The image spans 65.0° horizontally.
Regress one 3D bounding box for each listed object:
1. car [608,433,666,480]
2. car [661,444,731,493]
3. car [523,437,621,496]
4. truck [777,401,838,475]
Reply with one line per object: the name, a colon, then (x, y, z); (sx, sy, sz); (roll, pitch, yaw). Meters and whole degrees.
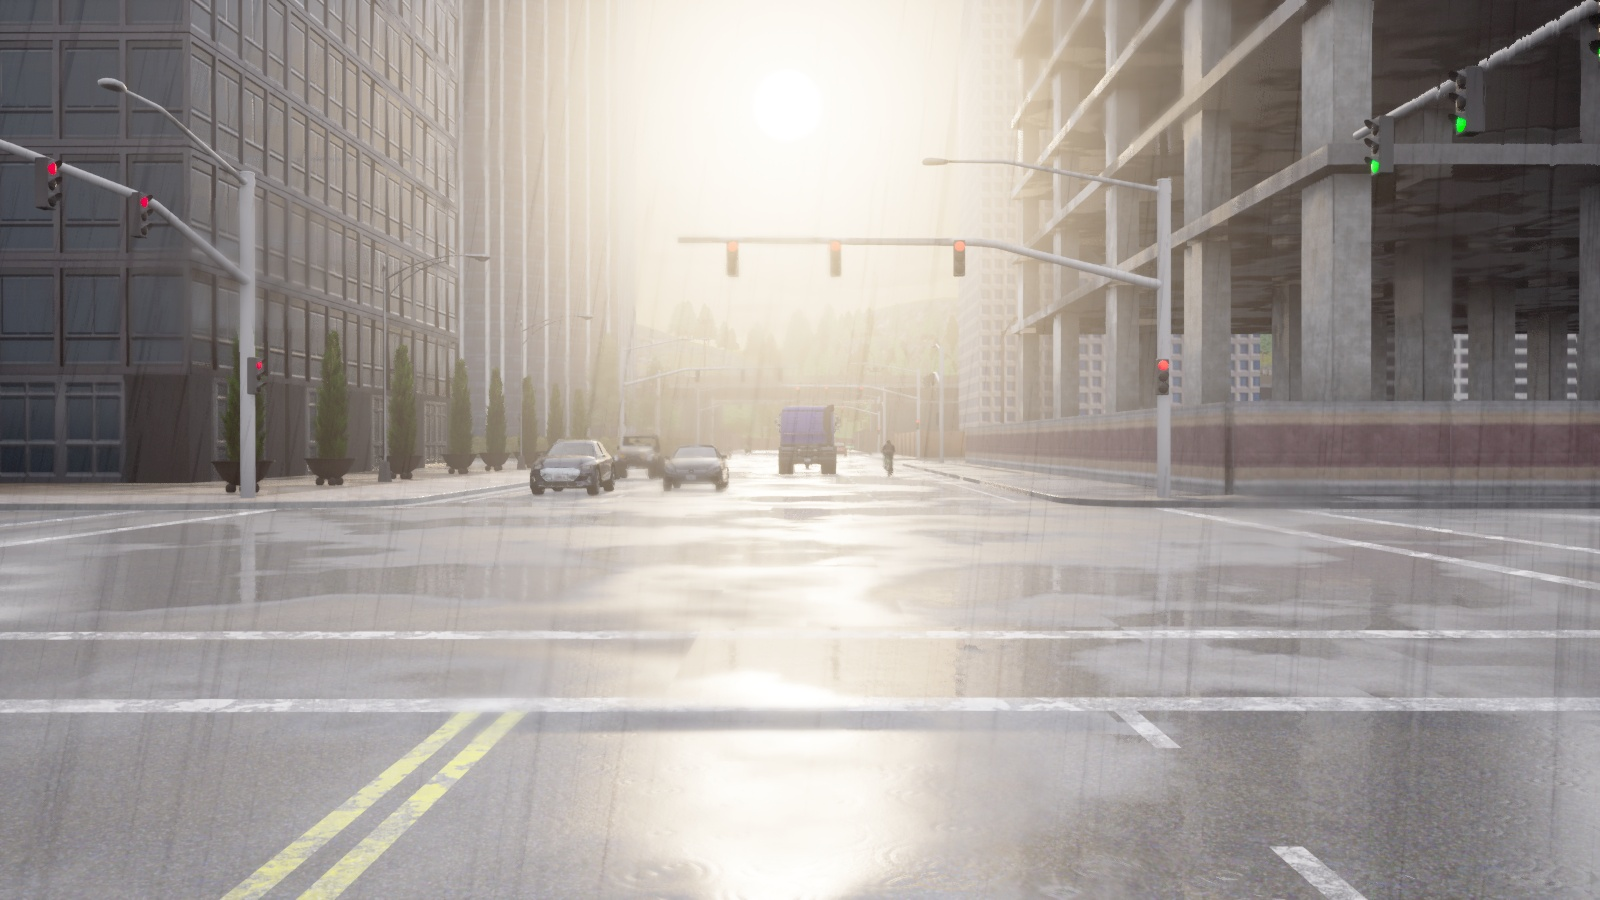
car: (-6.696, 0.244, 51.940); (1.905, 1.878, 3.866); (0, 0, 0)
car: (-3.261, 0.543, 40.083); (1.812, 1.442, 4.674); (0, 0, 0)
car: (-6.774, 0.457, 37.851); (2.033, 1.649, 4.856); (0, 0, 0)
truck: (0.367, -0.590, 62.885); (2.891, 3.462, 7.936); (0, 0, 0)
